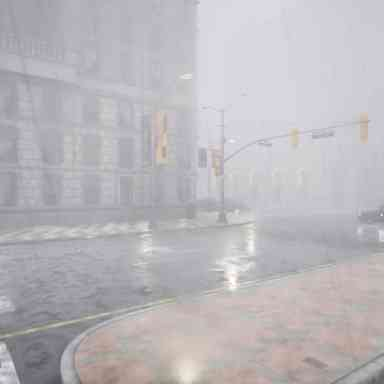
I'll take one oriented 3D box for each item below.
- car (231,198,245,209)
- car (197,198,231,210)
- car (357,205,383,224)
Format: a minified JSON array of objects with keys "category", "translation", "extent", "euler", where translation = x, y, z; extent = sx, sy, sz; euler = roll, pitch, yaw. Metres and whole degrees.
[{"category":"car","translation":[5.068,1.526,44.597],"extent":[1.812,1.442,4.674],"euler":[0,0,-36]},{"category":"car","translation":[2.205,1.491,42.583],"extent":[2.128,1.511,4.902],"euler":[0,0,-36]},{"category":"car","translation":[13.739,1.601,23.598],"extent":[4.718,1.301,1.895],"euler":[0,0,-35]}]
